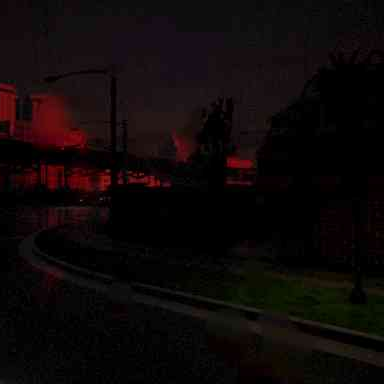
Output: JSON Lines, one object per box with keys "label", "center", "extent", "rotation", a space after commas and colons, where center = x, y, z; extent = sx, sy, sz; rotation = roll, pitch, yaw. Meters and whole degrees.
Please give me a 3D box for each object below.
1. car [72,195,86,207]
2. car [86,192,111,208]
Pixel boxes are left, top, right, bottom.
{"label": "car", "center": [-14.357, 1.145, 46.148], "extent": [2.097, 1.767, 4.553], "rotation": [0, 1, 37]}
{"label": "car", "center": [-10.946, 1.003, 44.861], "extent": [2.150, 2.045, 5.566], "rotation": [0, 1, 37]}
